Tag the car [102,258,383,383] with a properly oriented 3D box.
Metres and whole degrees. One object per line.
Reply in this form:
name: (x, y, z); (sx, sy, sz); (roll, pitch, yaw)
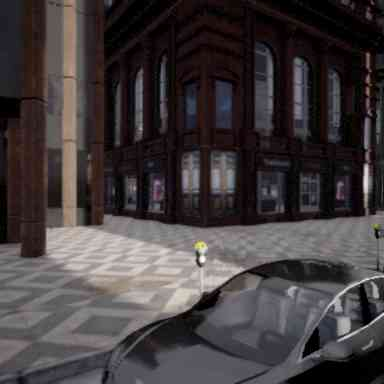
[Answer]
car: (1.187, 1.554, 3.805); (4.313, 1.339, 1.947); (0, 0, -35)
